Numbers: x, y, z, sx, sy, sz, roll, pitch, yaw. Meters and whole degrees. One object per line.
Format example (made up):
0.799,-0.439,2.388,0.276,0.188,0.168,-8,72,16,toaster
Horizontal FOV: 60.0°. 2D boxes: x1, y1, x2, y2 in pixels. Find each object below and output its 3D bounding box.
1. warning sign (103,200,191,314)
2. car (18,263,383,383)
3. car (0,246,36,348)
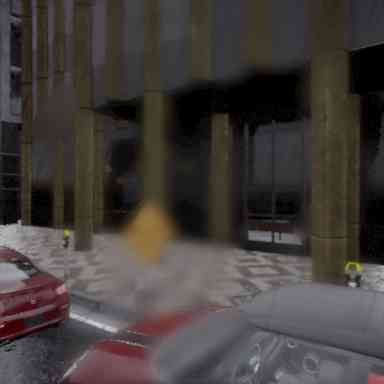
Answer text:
-0.838,1.112,6.397,1.060,1.860,1.300,0,0,36,warning sign
0.807,1.440,2.386,4.097,1.590,1.967,0,0,36,car
-3.784,1.577,5.662,4.206,1.307,1.802,0,0,36,car
